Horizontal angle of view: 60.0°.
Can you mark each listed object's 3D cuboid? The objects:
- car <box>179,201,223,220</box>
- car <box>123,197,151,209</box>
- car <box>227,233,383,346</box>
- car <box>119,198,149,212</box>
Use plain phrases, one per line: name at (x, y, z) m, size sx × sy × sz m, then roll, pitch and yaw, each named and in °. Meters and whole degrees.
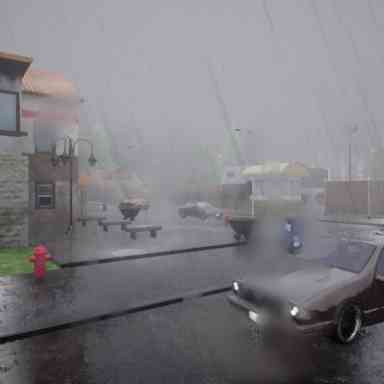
car at (0.639, 1.526, 27.975) m, size 1.812 × 1.442 × 4.674 m, roll 0°, pitch 0°, yaw -36°
car at (-7.727, 1.526, 46.754) m, size 1.812 × 1.442 × 4.674 m, roll 0°, pitch 0°, yaw -39°
car at (3.334, 1.547, 6.395) m, size 5.357 × 1.411 × 2.033 m, roll 0°, pitch 0°, yaw -28°
car at (-6.761, 1.477, 38.419) m, size 1.882 × 1.535 × 5.008 m, roll 0°, pitch 0°, yaw -35°
